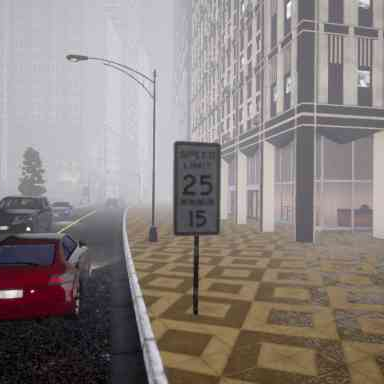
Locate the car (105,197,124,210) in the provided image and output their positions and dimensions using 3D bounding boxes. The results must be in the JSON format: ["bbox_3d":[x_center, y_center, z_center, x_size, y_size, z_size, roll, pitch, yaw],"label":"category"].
[{"bbox_3d":[-10.494,1.530,44.206,1.837,1.490,4.892,1,0,-9],"label":"car"}]

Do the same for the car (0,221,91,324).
[{"bbox_3d":[-3.290,1.568,7.152,1.994,1.385,4.181,1,0,-13],"label":"car"}]

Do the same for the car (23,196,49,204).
[{"bbox_3d":[-32.390,1.658,69.197,4.403,1.369,2.008,0,1,1],"label":"car"}]

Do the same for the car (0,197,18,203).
[{"bbox_3d":[-43.424,1.815,77.861,4.313,1.339,1.947,0,1,1],"label":"car"}]

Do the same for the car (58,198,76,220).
[{"bbox_3d":[-10.784,1.510,27.518,1.812,1.442,4.674,1,0,-11],"label":"car"}]

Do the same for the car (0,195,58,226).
[{"bbox_3d":[-8.661,1.201,17.041,2.150,2.045,5.566,1,0,-12],"label":"car"}]
